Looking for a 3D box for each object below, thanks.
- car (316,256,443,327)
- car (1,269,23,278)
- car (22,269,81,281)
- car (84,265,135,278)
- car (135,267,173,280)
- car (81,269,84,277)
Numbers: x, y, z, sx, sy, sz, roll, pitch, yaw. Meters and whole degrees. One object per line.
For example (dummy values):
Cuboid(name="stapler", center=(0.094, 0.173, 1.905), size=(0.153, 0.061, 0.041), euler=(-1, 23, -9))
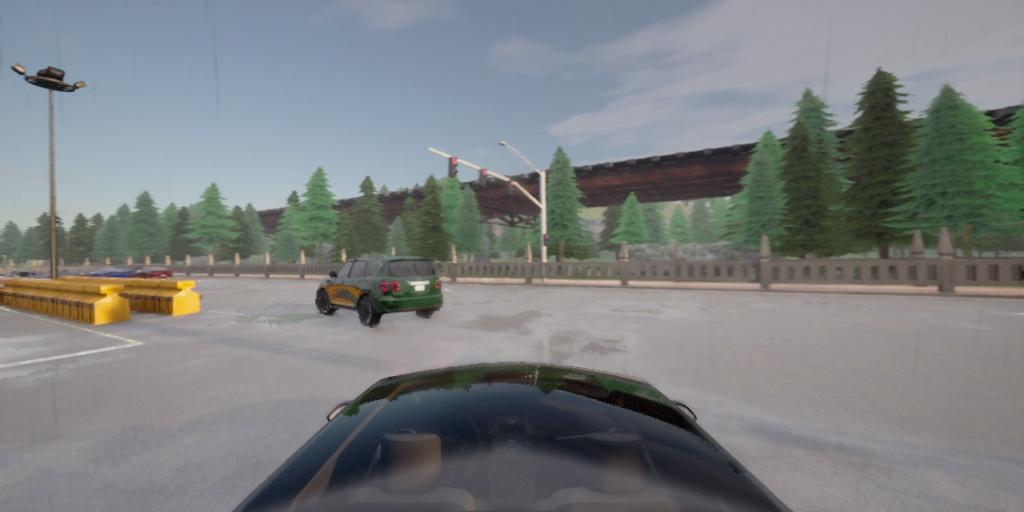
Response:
Cuboid(name="car", center=(-4.629, 1.053, 12.168), size=(5.566, 2.045, 2.150), euler=(-1, -1, 43))
Cuboid(name="car", center=(-50.303, 2.120, 36.737), size=(4.892, 1.490, 1.837), euler=(-1, 0, 28))
Cuboid(name="car", center=(-40.878, 2.001, 31.825), size=(5.357, 1.411, 2.033), euler=(-1, 0, 28))
Cuboid(name="car", center=(-39.213, 1.904, 34.902), size=(5.008, 1.535, 1.882), euler=(-1, 0, 28))
Cuboid(name="car", center=(-38.312, 1.890, 38.315), size=(5.008, 1.535, 1.882), euler=(-1, 0, 28))
Cuboid(name="car", center=(-48.501, 2.133, 39.742), size=(5.357, 1.411, 2.033), euler=(-1, 0, 28))
